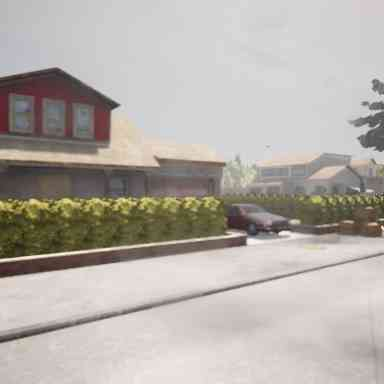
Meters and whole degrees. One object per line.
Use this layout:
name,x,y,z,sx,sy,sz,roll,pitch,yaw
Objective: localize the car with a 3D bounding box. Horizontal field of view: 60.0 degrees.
car,2.620,1.339,17.258,2.033,1.415,5.357,0,0,-33
